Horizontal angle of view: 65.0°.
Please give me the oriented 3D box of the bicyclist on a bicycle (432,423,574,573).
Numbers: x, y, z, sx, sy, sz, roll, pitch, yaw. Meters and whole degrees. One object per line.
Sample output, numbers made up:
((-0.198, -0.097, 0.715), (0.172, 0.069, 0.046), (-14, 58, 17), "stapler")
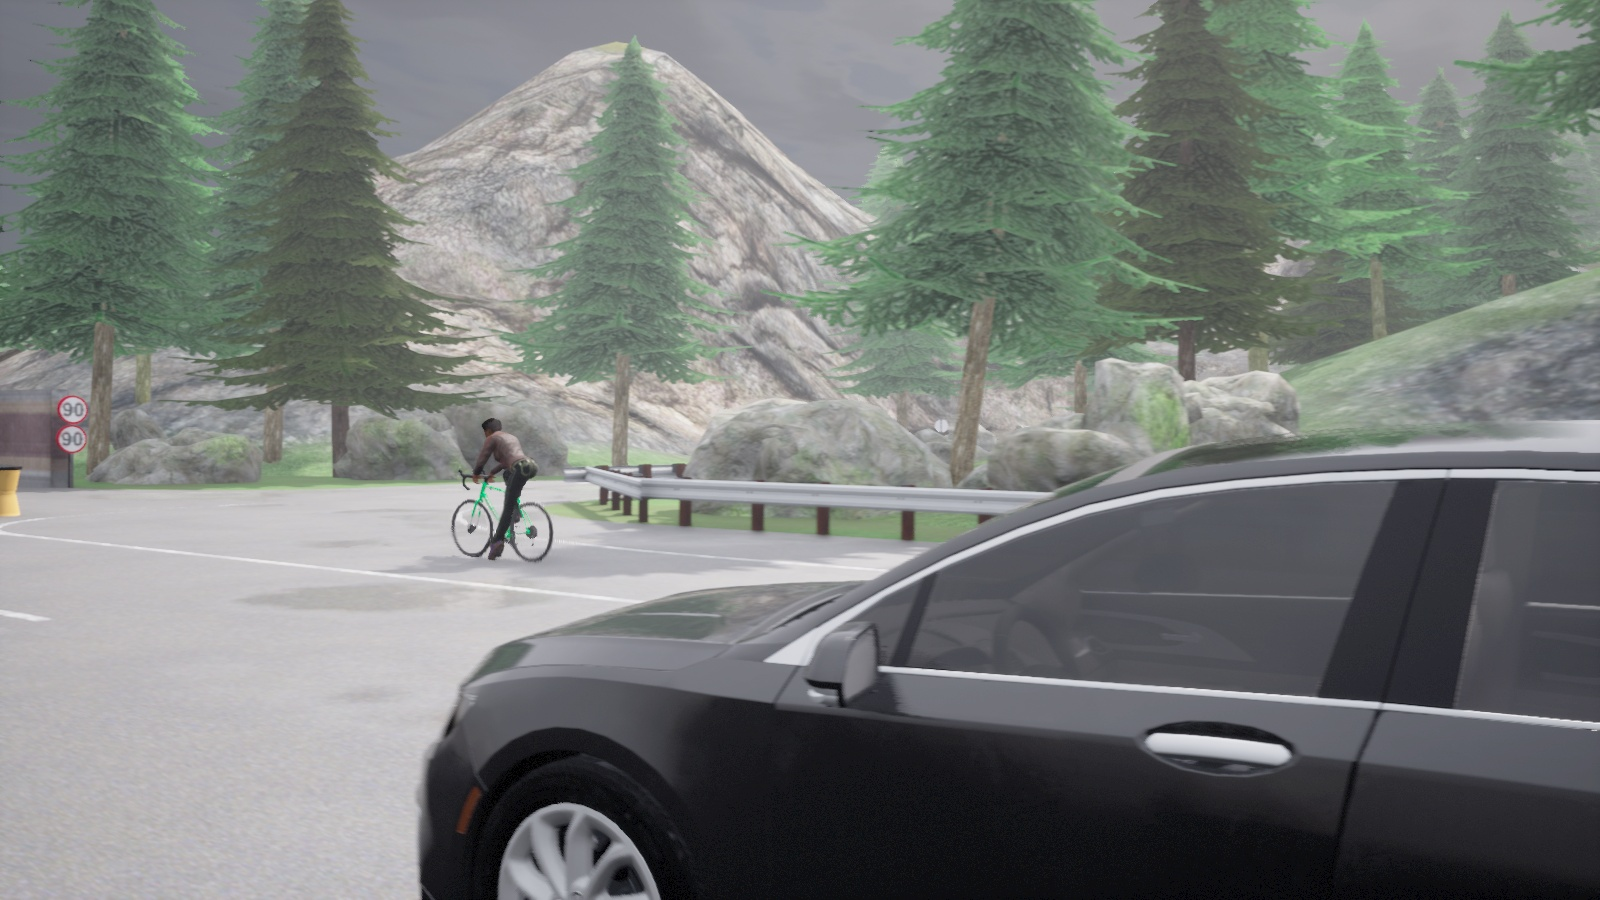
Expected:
((-3.391, 0.520, 14.294), (1.656, 1.620, 0.582), (0, 1, 34), "bicyclist on a bicycle")

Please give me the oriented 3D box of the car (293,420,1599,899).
((1.162, 0.687, 2.852), (4.892, 1.490, 1.837), (0, 1, 34), "car")
